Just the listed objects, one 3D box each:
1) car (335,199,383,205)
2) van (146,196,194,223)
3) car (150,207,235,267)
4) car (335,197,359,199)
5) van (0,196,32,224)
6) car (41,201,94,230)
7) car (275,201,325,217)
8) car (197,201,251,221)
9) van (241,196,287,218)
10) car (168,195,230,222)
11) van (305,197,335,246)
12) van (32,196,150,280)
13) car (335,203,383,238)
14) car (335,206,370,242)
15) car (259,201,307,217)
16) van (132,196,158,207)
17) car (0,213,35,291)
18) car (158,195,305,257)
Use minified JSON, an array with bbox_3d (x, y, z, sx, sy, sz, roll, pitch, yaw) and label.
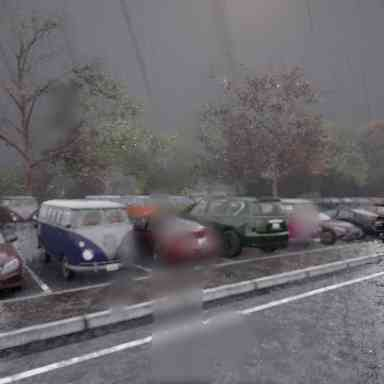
[{"bbox_3d":[10.301,1.493,19.539,2.185,1.767,4.553,1,-1,-35],"label":"car"},{"bbox_3d":[-1.884,1.315,27.100,1.878,1.987,4.442,1,-1,-35],"label":"van"},{"bbox_3d":[-1.019,1.482,11.549,2.163,1.488,4.792,0,0,-35],"label":"car"},{"bbox_3d":[16.352,1.605,39.912,2.435,2.045,5.566,1,-1,-35],"label":"car"},{"bbox_3d":[-10.658,1.232,20.563,1.878,1.987,4.442,0,0,-35],"label":"van"},{"bbox_3d":[-8.472,1.452,22.270,2.097,1.535,5.008,0,0,-35],"label":"car"},{"bbox_3d":[11.823,1.777,36.714,2.097,1.535,5.008,1,-1,-35],"label":"car"},{"bbox_3d":[2.799,1.621,30.285,2.097,1.535,5.008,1,-1,-35],"label":"car"},{"bbox_3d":[7.140,1.472,33.528,1.878,1.987,4.442,1,-1,-35],"label":"van"},{"bbox_3d":[0.457,1.329,28.589,2.435,2.045,5.566,1,-1,-35],"label":"car"},{"bbox_3d":[3.569,1.275,14.638,1.878,1.987,4.442,1,-1,-35],"label":"van"},{"bbox_3d":[-3.201,1.232,9.816,1.878,1.987,4.442,0,0,-35],"label":"van"},{"bbox_3d":[8.024,1.580,17.948,2.097,1.535,5.008,1,-1,-35],"label":"car"},{"bbox_3d":[5.758,1.581,16.344,2.002,1.452,4.674,1,-1,-35],"label":"car"},{"bbox_3d":[9.460,1.777,35.041,2.002,1.452,4.674,1,-1,-35],"label":"car"},{"bbox_3d":[-4.038,1.278,25.565,1.878,1.987,4.442,1,-1,-35],"label":"van"},{"bbox_3d":[-5.531,1.503,8.302,2.002,1.452,4.674,0,0,-35],"label":"car"},{"bbox_3d":[1.224,1.211,13.146,2.435,2.045,5.566,1,-1,-35],"label":"car"}]
